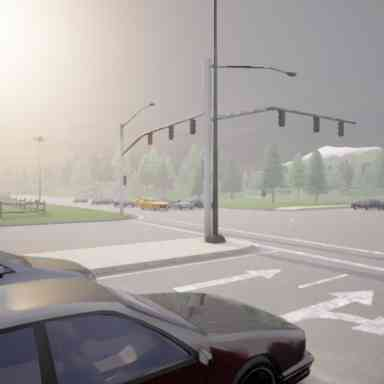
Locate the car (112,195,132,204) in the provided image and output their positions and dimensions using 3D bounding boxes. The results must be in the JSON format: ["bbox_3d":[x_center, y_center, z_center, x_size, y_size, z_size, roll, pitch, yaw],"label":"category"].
[{"bbox_3d":[-14.164,1.481,67.044,2.128,1.511,4.902,0,0,-35],"label":"car"}]

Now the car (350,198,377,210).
[{"bbox_3d":[22.747,1.529,42.911,5.357,1.411,2.033,0,0,-32],"label":"car"}]

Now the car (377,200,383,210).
[{"bbox_3d":[25.317,1.203,40.480,5.566,2.045,2.150,0,0,-35],"label":"car"}]

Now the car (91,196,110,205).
[{"bbox_3d":[-15.668,1.555,56.822,1.994,1.385,4.181,0,0,-35],"label":"car"}]

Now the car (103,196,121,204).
[{"bbox_3d":[-14.903,1.516,61.902,1.812,1.442,4.674,0,0,-35],"label":"car"}]

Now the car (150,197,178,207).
[{"bbox_3d":[-4.587,1.536,53.139,2.033,1.411,5.357,0,0,-35],"label":"car"}]

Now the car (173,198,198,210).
[{"bbox_3d":[-1.644,1.591,42.775,1.895,1.301,4.718,0,0,-35],"label":"car"}]

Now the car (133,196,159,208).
[{"bbox_3d":[-6.988,1.468,50.462,1.882,1.535,5.008,0,0,-35],"label":"car"}]

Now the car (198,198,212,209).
[{"bbox_3d":[1.210,1.536,44.806,2.033,1.411,5.357,0,0,-35],"label":"car"}]

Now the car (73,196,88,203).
[{"bbox_3d":[-22.198,1.541,66.350,1.994,1.385,4.181,0,0,-35],"label":"car"}]

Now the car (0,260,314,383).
[{"bbox_3d":[-1.264,1.547,2.860,5.357,1.411,2.033,0,0,-35],"label":"car"}]

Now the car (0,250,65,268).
[{"bbox_3d":[-3.681,1.564,5.418,4.181,1.385,1.994,0,0,-36],"label":"car"}]

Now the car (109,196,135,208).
[{"bbox_3d":[-9.977,1.517,48.629,1.812,1.442,4.674,0,0,-35],"label":"car"}]

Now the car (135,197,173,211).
[{"bbox_3d":[-4.760,1.469,41.125,1.882,1.535,5.008,0,0,-35],"label":"car"}]
